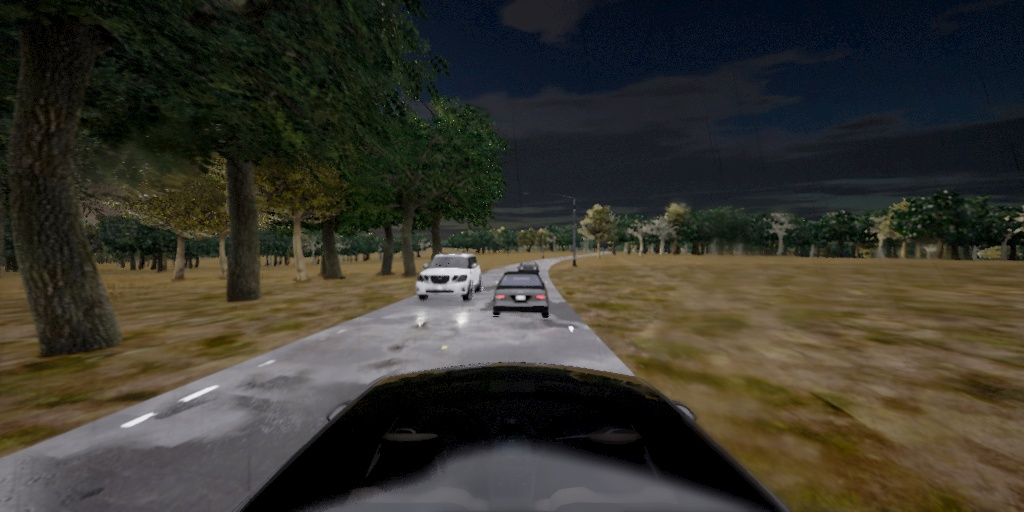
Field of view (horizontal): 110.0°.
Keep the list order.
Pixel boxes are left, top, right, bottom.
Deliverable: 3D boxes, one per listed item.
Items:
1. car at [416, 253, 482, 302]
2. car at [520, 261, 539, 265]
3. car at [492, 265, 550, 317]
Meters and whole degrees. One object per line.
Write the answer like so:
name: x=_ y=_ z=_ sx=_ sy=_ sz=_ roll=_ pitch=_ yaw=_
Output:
car: x=-2.730 y=0.882 z=16.806 sx=2.150 sy=2.045 sz=5.566 roll=0 pitch=0 yaw=2
car: x=1.701 y=1.151 z=35.363 sx=1.895 sy=1.301 sz=4.718 roll=0 pitch=0 yaw=5
car: x=0.327 y=1.234 z=12.856 sx=2.033 sy=1.411 sz=5.357 roll=0 pitch=0 yaw=2
